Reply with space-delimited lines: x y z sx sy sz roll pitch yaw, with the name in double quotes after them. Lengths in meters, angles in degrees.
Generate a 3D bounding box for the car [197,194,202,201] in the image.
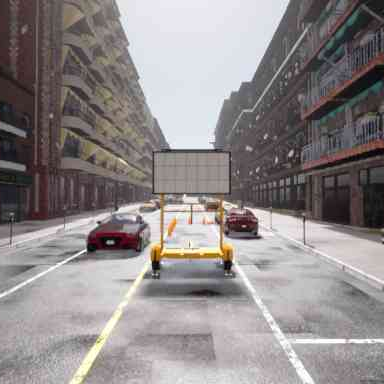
2.576 1.707 68.486 1.887 1.381 4.507 1 0 0 "car"

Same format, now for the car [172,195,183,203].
-2.758 1.690 68.858 1.812 1.442 4.674 0 0 0 "car"

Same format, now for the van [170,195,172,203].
-5.299 1.482 63.017 1.690 1.788 3.998 1 0 0 "van"

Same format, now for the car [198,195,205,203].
2.577 1.685 62.956 1.887 1.381 4.507 1 0 0 "car"

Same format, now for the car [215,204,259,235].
2.583 1.565 18.710 1.887 1.381 4.507 1 0 0 "car"

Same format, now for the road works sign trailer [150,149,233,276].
-0.011 0.473 10.382 2.380 3.560 2.880 0 0 0 "road works sign trailer"

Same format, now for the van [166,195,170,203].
-5.297 1.460 57.485 1.690 1.788 3.998 2 0 0 "van"

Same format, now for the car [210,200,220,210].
2.583 1.555 24.412 1.752 1.417 4.829 1 0 0 "car"

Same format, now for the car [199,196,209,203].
2.585 1.627 74.018 1.967 1.590 4.097 1 0 0 "car"

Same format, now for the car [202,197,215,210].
2.580 1.614 40.832 1.887 1.381 4.507 1 0 0 "car"

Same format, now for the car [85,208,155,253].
-2.852 1.576 13.642 1.994 1.385 4.181 0 0 0 "car"

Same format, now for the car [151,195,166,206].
-5.295 1.400 46.426 2.192 1.841 5.009 2 0 0 "car"

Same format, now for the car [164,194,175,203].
-5.300 1.527 79.608 2.192 1.841 5.009 1 0 0 "car"

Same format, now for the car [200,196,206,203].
2.579 1.635 46.364 2.008 1.369 4.403 1 0 0 "car"

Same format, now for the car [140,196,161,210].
-5.300 1.595 40.724 1.752 1.417 4.829 2 0 0 "car"

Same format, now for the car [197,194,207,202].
2.545 1.552 85.080 2.192 1.841 5.009 1 0 0 "car"

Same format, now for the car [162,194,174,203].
-5.299 1.502 74.078 2.192 1.841 5.009 1 0 0 "car"

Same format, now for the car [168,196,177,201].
-5.308 1.832 90.669 1.947 1.339 4.313 1 0 0 "car"
